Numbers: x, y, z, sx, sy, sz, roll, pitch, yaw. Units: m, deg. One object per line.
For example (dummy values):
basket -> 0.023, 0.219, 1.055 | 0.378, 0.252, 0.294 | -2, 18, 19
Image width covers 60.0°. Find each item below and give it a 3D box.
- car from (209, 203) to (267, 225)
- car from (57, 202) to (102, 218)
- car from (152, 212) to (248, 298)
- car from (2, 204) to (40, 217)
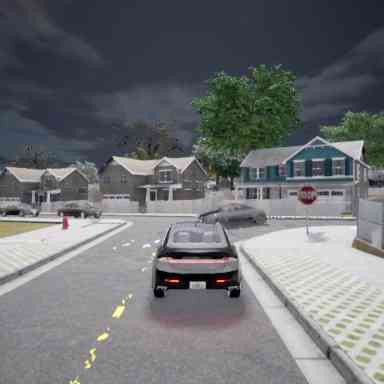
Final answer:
car -> 2.414, 1.406, 20.297 | 4.181, 1.385, 1.994 | -3, 2, -19
car -> -10.540, 1.754, 31.198 | 4.892, 1.490, 1.837 | -2, -2, 32
car -> 0.103, 1.494, 8.509 | 2.128, 1.511, 4.902 | 0, 0, 0
car -> -18.617, 1.997, 36.113 | 4.902, 1.511, 2.128 | -2, -2, 30
